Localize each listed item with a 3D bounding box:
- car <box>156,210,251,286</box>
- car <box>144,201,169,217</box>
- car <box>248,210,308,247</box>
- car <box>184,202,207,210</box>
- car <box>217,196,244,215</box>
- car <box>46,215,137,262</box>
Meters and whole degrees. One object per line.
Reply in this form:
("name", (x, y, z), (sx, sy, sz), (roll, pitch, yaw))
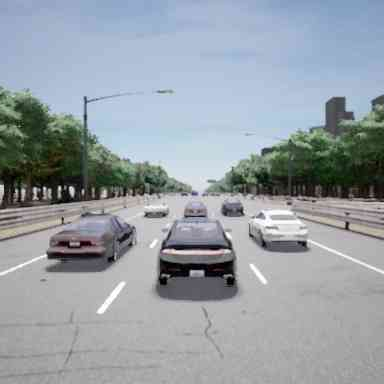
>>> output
("car", (0.133, 1.482, 9.377), (2.128, 1.511, 4.902), (0, 0, 1))
("car", (-3.177, 1.513, 30.605), (1.895, 1.301, 4.718), (0, 0, 1))
("car", (3.700, 1.505, 14.830), (1.812, 1.442, 4.674), (0, 0, 1))
("car", (0.285, 1.481, 26.954), (2.033, 1.411, 5.357), (0, 0, 1))
("car", (3.834, 1.392, 32.157), (2.128, 1.511, 4.902), (0, 0, 0))
("car", (-3.333, 1.534, 12.055), (2.033, 1.411, 5.357), (0, 0, 1))
